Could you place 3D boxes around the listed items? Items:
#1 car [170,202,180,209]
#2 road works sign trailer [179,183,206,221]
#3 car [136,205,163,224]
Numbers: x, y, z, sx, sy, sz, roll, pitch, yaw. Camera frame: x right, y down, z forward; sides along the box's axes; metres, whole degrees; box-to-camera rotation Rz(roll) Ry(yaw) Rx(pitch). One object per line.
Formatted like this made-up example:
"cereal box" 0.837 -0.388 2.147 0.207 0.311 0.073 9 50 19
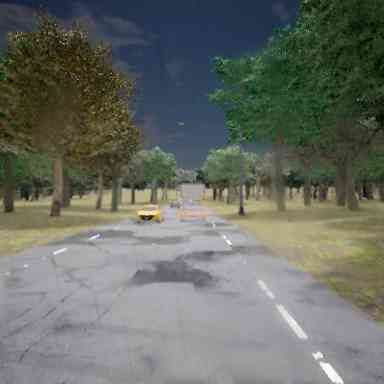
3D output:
"car" -3.517 2.777 69.991 1.994 1.385 4.181 0 -1 0
"road works sign trailer" 0.060 0.913 31.594 2.380 3.560 2.880 0 -1 -2
"car" -3.604 1.867 28.911 1.882 1.535 5.008 0 -1 0
